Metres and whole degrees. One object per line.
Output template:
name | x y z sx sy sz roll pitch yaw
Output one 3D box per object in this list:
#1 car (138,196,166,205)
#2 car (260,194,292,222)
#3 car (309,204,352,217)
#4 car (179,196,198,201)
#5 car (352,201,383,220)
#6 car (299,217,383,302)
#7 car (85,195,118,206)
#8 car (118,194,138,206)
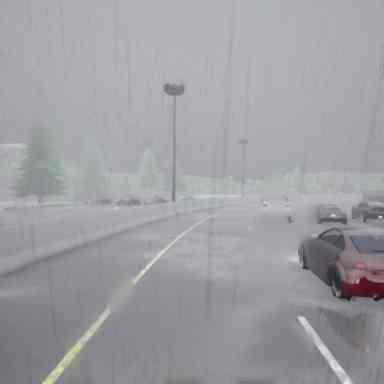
car | -5.380 1.269 48.815 2.128 1.511 4.902 0 0 20
car | 6.649 1.162 26.430 2.150 2.045 5.566 0 0 12
car | 9.757 1.534 24.037 1.994 1.385 4.181 0 0 11
car | -0.505 1.360 52.012 1.994 1.385 4.181 0 0 21
car | 13.640 1.495 25.554 1.837 1.490 4.892 0 0 12
car | 4.068 1.558 8.303 1.994 1.385 4.181 0 0 4
car | -13.219 1.223 47.448 2.128 1.511 4.902 0 0 18
car | -9.198 1.105 48.471 2.097 1.767 4.553 0 0 19
